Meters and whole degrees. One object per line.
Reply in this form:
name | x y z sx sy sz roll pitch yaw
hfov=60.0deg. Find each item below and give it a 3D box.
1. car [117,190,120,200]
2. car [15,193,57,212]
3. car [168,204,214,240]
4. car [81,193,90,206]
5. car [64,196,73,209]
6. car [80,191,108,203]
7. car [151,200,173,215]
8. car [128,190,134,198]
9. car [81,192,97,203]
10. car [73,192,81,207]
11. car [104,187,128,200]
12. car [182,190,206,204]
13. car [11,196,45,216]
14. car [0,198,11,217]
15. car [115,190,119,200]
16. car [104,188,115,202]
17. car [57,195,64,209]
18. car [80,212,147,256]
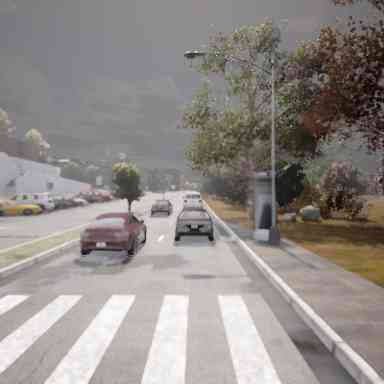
car | -16.974 0.944 63.294 5.366 1.575 1.946 -1 1 -20
car | -16.853 1.139 33.333 5.566 2.045 2.435 -1 1 -20
car | 0.103 1.534 16.872 2.033 1.411 5.357 0 0 0
car | -16.817 1.274 45.358 4.674 1.452 2.002 -1 1 -20
car | -16.822 1.364 39.359 4.674 1.452 2.002 -1 0 -20
car | -16.782 1.113 54.374 4.792 1.488 2.163 -1 1 -20
car | -2.895 1.453 32.609 2.033 1.411 5.357 0 1 0
car | -16.823 0.632 78.355 4.553 1.767 2.185 -1 0 -20
car | -16.806 1.185 48.358 5.008 1.535 2.097 -1 1 -20
car | -16.849 1.154 42.346 4.553 1.767 2.185 -1 1 -20
car | -16.824 0.610 69.341 5.566 2.045 2.435 -1 1 -20
car | 0.106 1.075 37.411 2.150 2.045 5.566 0 1 0
car | -16.655 1.411 30.407 5.366 1.575 1.946 -1 0 -20
car | -16.809 1.207 24.352 5.566 2.045 2.435 -1 0 -20
car | -16.629 0.981 60.428 5.366 1.575 1.946 -1 1 -20
car | -16.785 0.784 57.373 5.566 2.045 2.435 -1 1 -20
car | -16.848 1.387 36.334 4.792 1.488 2.163 -1 1 -20
car | -2.899 1.517 12.923 1.812 1.442 4.674 0 0 0
